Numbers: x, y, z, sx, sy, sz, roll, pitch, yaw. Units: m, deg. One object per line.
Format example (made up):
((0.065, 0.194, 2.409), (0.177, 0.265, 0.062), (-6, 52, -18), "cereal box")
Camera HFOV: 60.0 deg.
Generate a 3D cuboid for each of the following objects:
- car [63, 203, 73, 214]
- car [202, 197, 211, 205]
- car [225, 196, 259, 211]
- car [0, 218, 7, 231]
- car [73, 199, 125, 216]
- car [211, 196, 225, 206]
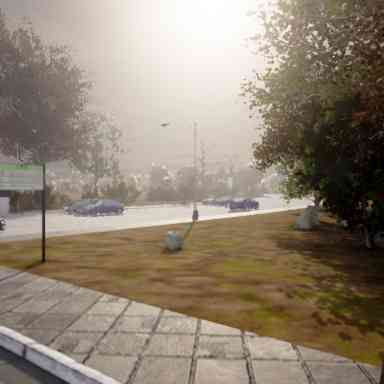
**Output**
((-10.942, 1.467, 34.696), (2.128, 1.511, 4.902), (0, 0, 38), "car")
((3.310, 1.436, 53.268), (1.994, 1.385, 4.181), (0, 0, 36), "car")
((6.290, 1.412, 39.544), (1.882, 1.535, 5.008), (0, 0, 37), "car")
((-11.923, 1.529, 16.488), (1.837, 1.490, 4.892), (0, 0, 39), "car")
((-8.607, 1.504, 32.007), (1.812, 1.442, 4.674), (0, 0, 38), "car")
((5.333, 1.361, 50.113), (1.882, 1.535, 5.008), (0, 0, 36), "car")
